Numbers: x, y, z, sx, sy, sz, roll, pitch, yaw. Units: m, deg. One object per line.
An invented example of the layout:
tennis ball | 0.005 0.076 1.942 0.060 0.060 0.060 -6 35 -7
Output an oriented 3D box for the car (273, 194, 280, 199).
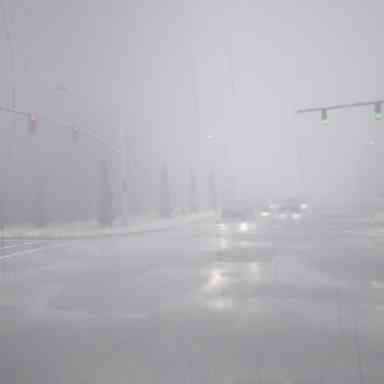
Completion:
car | 13.099 1.081 51.514 2.128 1.511 4.902 -3 0 21

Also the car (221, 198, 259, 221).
car | 3.713 1.399 26.615 1.882 1.535 5.008 -3 0 21

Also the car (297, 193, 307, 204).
car | 15.597 0.945 48.254 2.128 1.511 4.902 -3 0 21

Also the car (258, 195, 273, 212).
car | 7.249 1.320 35.729 1.812 1.442 4.674 -3 0 19

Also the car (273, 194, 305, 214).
car | 9.340 1.222 31.646 2.033 1.411 5.357 -3 0 21
